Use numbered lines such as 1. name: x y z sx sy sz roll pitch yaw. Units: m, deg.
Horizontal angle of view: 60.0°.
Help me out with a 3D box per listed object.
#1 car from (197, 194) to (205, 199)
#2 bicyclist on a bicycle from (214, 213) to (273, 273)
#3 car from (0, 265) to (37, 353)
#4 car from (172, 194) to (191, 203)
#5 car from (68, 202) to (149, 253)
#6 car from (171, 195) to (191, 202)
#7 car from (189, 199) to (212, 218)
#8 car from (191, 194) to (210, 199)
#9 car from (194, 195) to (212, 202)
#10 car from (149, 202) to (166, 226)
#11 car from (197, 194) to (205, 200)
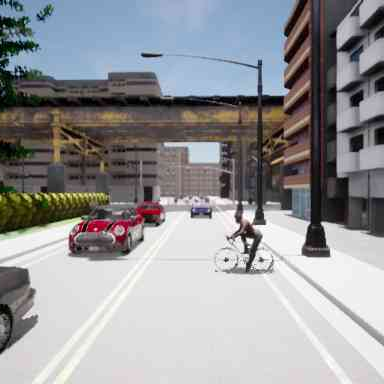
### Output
1. car: 2.398 1.245 89.465 1.853 1.218 4.536 0 0 1
2. bicyclist on a bicycle: 1.438 1.422 9.223 1.656 1.620 0.582 0 0 1
3. car: -3.556 1.546 3.228 2.033 1.411 5.357 0 0 1
4. car: -2.065 1.417 63.229 2.038 1.542 4.974 0 0 26
5. car: -3.285 1.344 13.548 2.097 1.767 4.553 0 0 1
6. car: -2.042 1.260 63.276 1.853 1.218 4.536 0 0 26
7. car: 0.830 1.584 29.927 1.895 1.301 4.718 0 0 1
8. car: 2.086 1.418 62.816 2.038 1.542 4.974 0 0 -19
9. car: 2.069 1.260 62.865 1.853 1.218 4.536 0 0 -19
10. car: -3.012 1.464 23.566 1.882 1.535 5.008 0 0 2
11. car: 2.397 1.403 89.413 2.038 1.542 4.974 0 0 1
